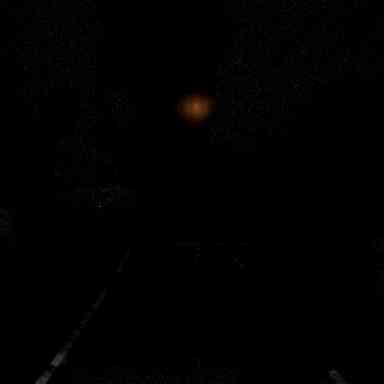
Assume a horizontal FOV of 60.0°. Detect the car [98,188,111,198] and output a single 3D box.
[{"bbox_3d":[-13.509,0.105,51.137,1.812,1.442,4.674,-1,2,-19],"label":"car"}]
